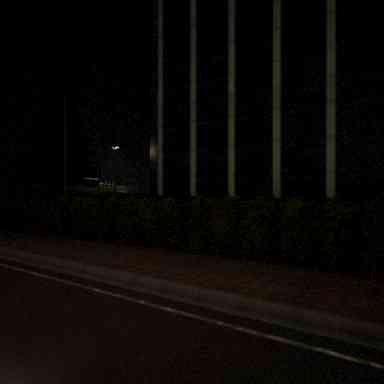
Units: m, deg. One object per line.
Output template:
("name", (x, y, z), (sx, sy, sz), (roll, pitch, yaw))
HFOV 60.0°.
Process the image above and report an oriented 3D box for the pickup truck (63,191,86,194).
("pickup truck", (-22.750, 0.927, 66.959), (6.274, 2.098, 2.390), (0, 0, -24))
